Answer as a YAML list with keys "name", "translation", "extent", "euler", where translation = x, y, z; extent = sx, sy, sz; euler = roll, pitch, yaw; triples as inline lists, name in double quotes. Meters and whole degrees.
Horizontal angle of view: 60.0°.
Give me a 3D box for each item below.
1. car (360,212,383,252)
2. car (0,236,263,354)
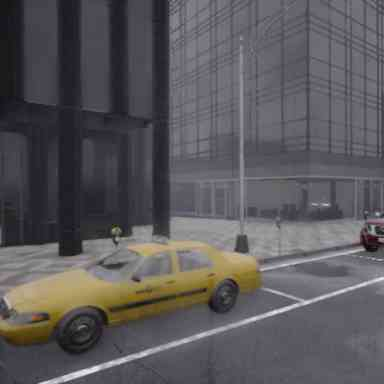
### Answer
- name: "car"
  translation: [8.515, 1.311, 12.734]
  extent: [5.009, 1.841, 2.192]
  euler: [0, 0, -36]
- name: "car"
  translation: [-0.811, 1.525, 6.077]
  extent: [4.829, 1.417, 1.752]
  euler: [0, 0, -36]
